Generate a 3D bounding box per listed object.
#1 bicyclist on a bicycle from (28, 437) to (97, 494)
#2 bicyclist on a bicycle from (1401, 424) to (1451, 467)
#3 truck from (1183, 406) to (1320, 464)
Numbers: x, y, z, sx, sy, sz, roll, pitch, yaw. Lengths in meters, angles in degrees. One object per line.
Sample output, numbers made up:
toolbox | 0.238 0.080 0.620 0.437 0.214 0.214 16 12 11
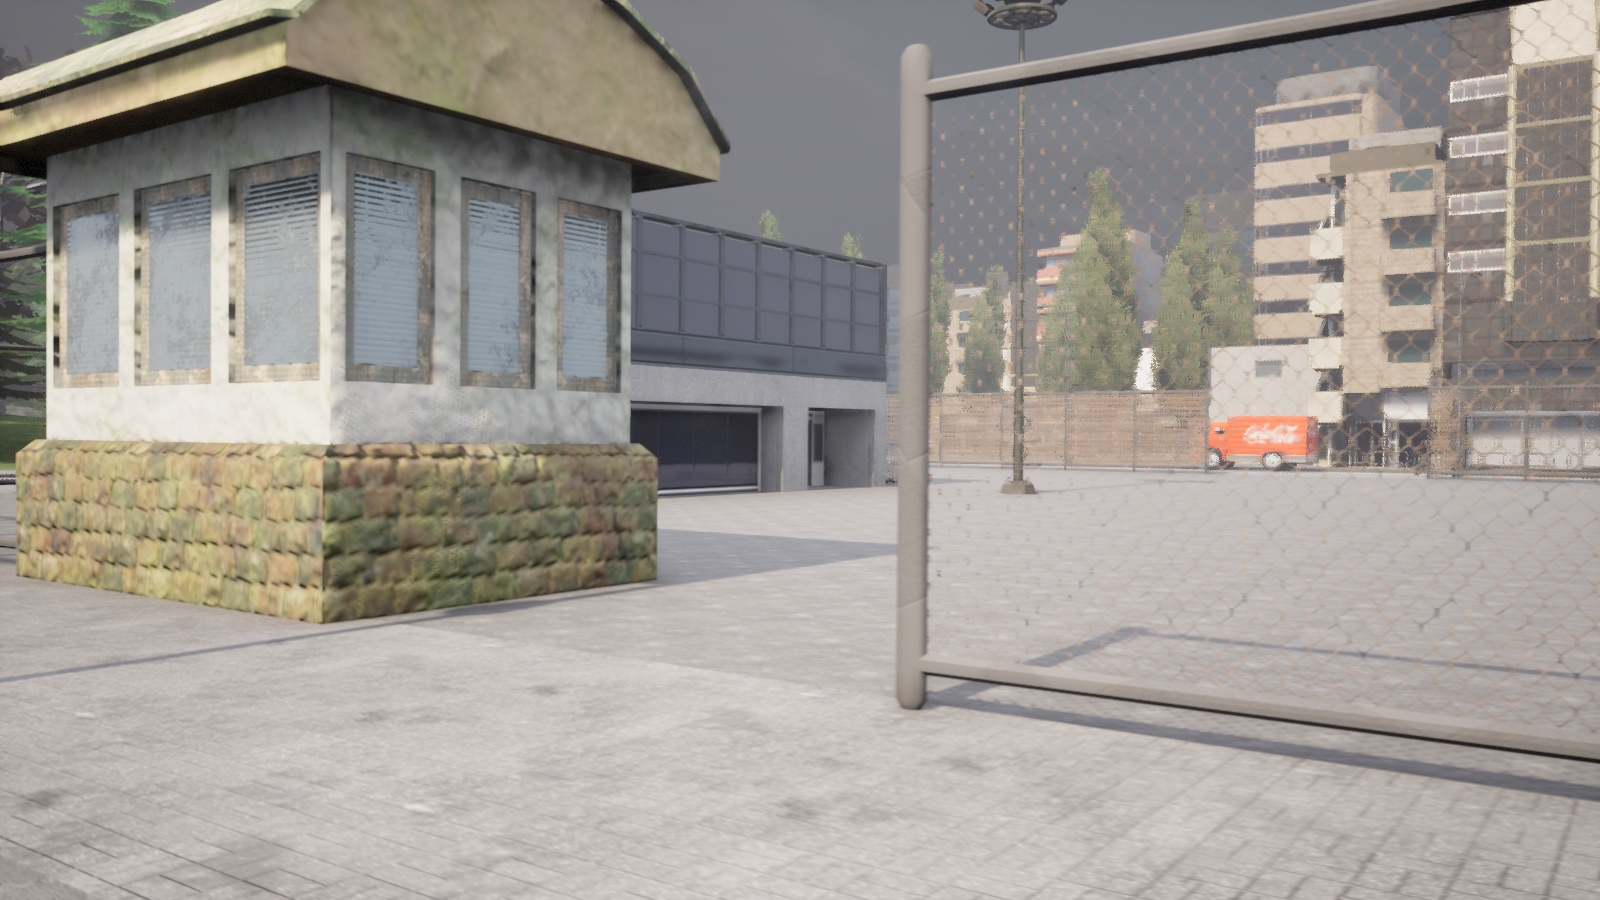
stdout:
bicyclist on a bicycle | -21.625 0.430 36.845 0.866 1.612 1.509 0 1 35
bicyclist on a bicycle | 23.970 -0.169 48.077 1.656 1.620 0.582 0 1 36
truck | 20.043 -0.664 55.754 5.204 2.467 2.627 0 1 35
